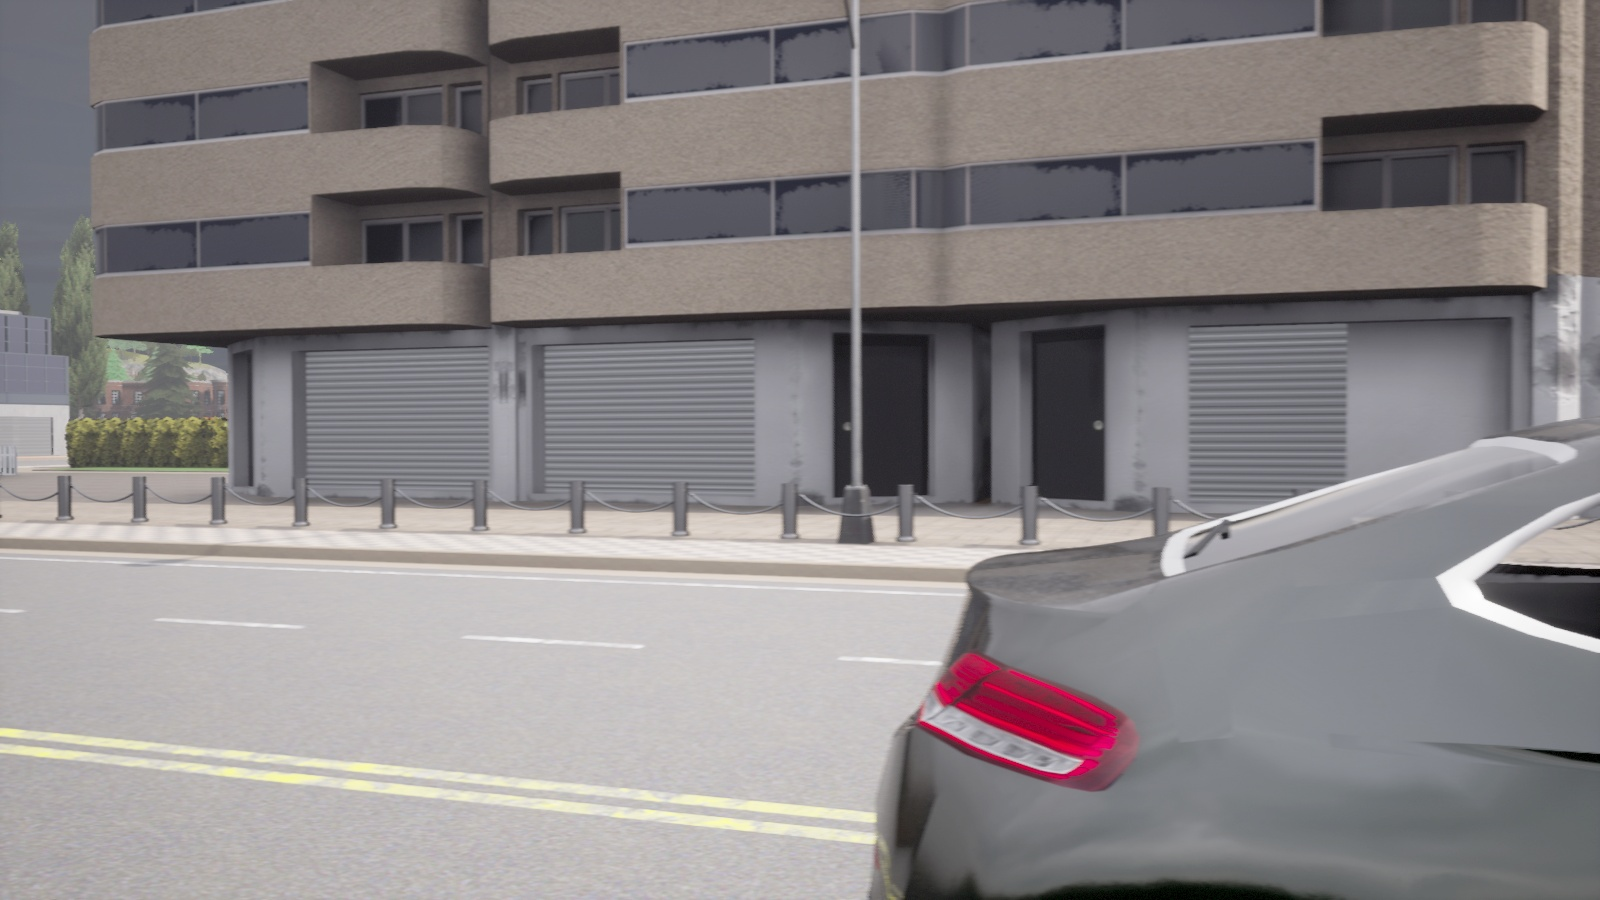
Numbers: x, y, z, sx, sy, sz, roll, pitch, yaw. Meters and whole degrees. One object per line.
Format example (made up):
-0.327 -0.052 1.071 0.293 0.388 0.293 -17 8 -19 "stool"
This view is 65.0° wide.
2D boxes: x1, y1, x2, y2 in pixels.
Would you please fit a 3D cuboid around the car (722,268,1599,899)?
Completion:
2.595 0.578 2.317 5.027 1.651 2.152 1 1 19 "car"
